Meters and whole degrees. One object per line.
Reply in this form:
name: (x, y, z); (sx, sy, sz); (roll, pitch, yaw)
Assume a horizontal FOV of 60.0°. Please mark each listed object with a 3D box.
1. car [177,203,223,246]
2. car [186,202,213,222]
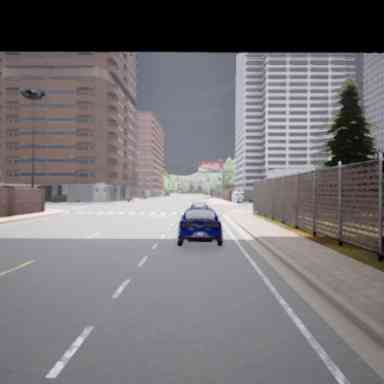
car: (0.370, 1.456, 15.345); (1.882, 1.535, 5.008); (0, 0, 1)
car: (0.599, 1.527, 26.747); (1.994, 1.385, 4.181); (0, 0, 1)
